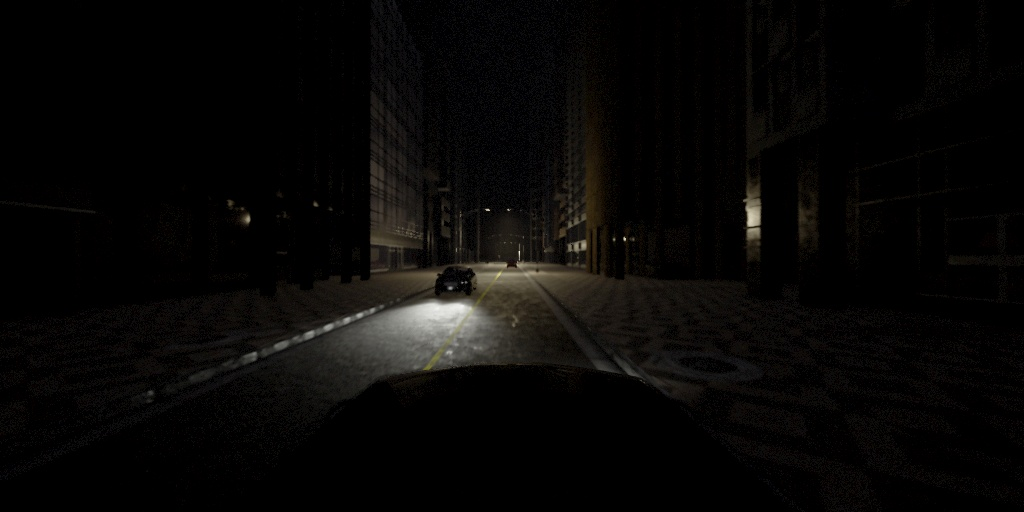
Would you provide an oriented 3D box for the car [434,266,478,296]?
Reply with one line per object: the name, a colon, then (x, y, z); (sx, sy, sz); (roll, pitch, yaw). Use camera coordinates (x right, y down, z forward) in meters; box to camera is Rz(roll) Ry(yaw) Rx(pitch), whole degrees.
car: (-3.004, 1.315, 19.956); (2.128, 1.511, 4.902); (0, 0, 0)
